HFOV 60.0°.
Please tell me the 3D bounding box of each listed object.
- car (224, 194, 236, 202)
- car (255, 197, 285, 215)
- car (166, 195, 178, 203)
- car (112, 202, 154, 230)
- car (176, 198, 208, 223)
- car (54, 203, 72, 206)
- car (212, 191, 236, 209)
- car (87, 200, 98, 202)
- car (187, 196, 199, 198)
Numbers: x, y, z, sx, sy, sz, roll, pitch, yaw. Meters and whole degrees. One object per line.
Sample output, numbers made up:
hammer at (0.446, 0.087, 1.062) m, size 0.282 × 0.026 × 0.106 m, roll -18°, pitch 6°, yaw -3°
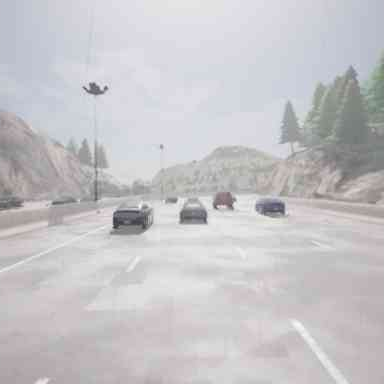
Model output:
car at (7.302, 1.119, 64.003) m, size 1.895 × 1.301 × 4.718 m, roll 0°, pitch 0°, yaw 3°
car at (7.107, 1.247, 30.586) m, size 1.882 × 1.535 × 5.008 m, roll 0°, pitch 0°, yaw 0°
car at (-3.349, 1.175, 56.567) m, size 1.895 × 1.301 × 4.718 m, roll 0°, pitch 0°, yaw 1°
car at (-3.396, 1.342, 19.794) m, size 2.128 × 1.511 × 4.902 m, roll 0°, pitch 0°, yaw 0°
car at (0.103, 1.383, 24.038) m, size 1.994 × 1.385 × 4.181 m, roll 0°, pitch 0°, yaw 0°
car at (-17.537, 1.198, 46.442) m, size 2.033 × 1.411 × 5.357 m, roll 0°, pitch 0°, yaw 1°
car at (3.604, 0.924, 39.669) m, size 2.150 × 2.045 × 5.566 m, roll 0°, pitch 1°, yaw 0°
car at (-14.043, 1.139, 46.757) m, size 2.128 × 1.511 × 4.902 m, roll 0°, pitch 1°, yaw 1°
car at (0.107, 1.199, 36.965) m, size 1.882 × 1.535 × 5.008 m, roll 0°, pitch 1°, yaw 0°
